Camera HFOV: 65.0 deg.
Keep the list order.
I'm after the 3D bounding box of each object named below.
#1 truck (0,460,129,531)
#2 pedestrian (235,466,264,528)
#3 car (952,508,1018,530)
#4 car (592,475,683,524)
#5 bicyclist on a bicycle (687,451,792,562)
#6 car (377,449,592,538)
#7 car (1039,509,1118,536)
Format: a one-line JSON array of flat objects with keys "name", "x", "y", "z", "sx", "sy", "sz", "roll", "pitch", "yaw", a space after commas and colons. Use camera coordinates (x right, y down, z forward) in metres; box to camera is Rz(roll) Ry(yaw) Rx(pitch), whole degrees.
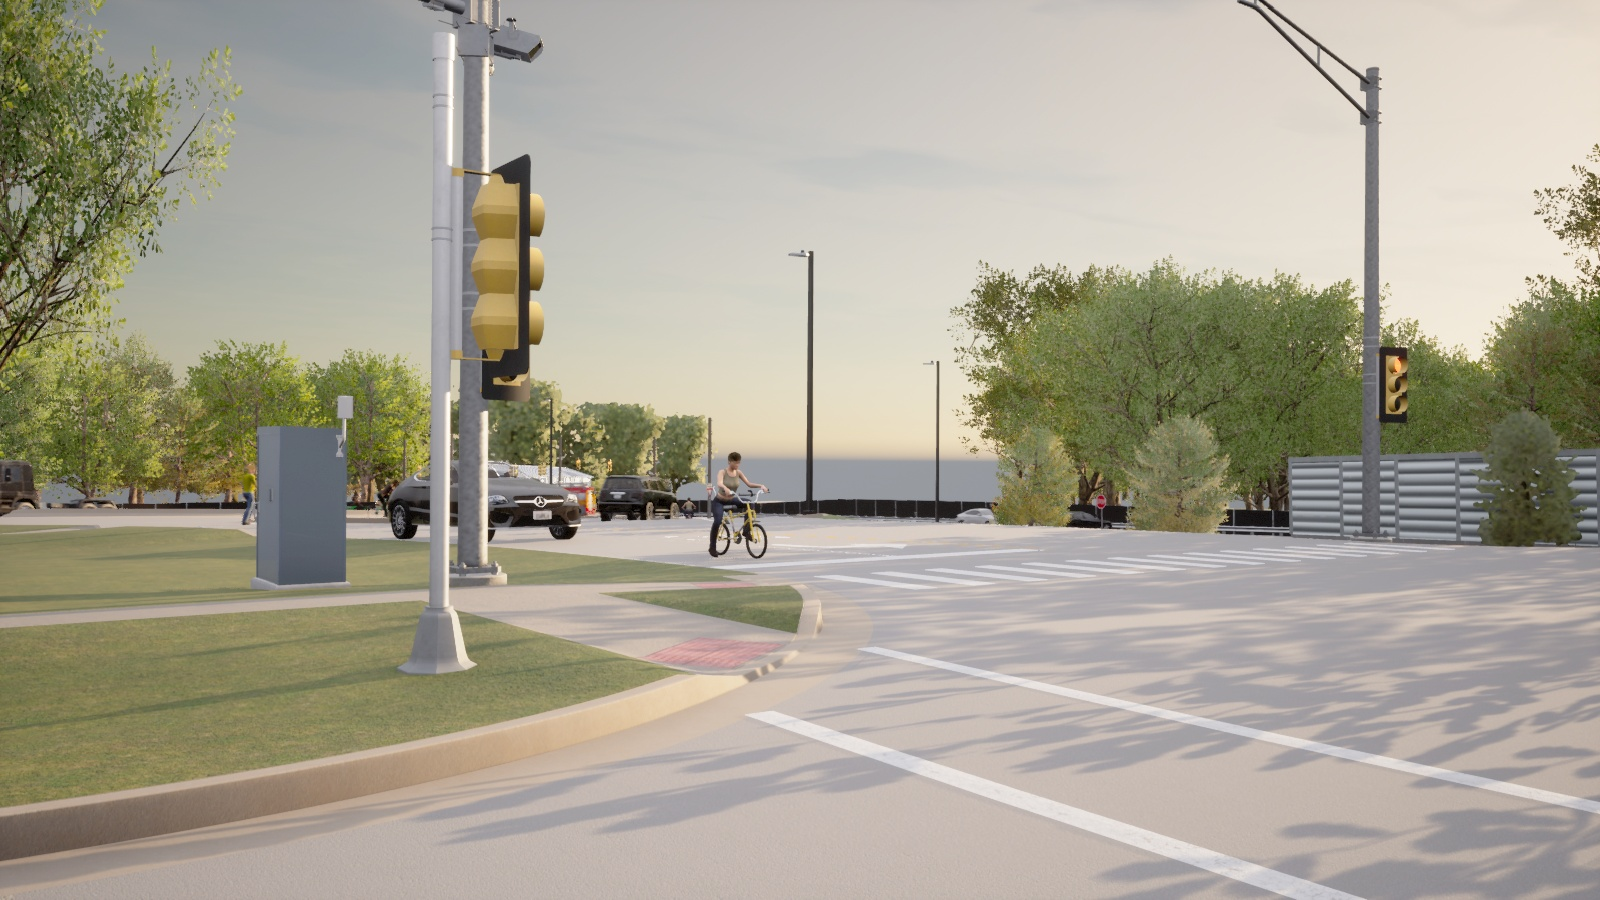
[{"name": "truck", "x": -41.591, "y": 2.608, "z": 69.371, "sx": 2.891, "sy": 3.462, "sz": 7.936, "roll": -7, "pitch": -6, "yaw": 21}, {"name": "pedestrian", "x": -16.612, "y": 1.401, "z": 37.923, "sx": 0.354, "sy": 1.836, "sz": 0.706, "roll": 0, "pitch": 0, "yaw": 38}, {"name": "car", "x": 12.895, "y": 4.785, "z": 87.784, "sx": 1.812, "sy": 1.442, "sz": 4.674, "roll": 1, "pitch": -3, "yaw": -34}, {"name": "car", "x": -7.115, "y": 2.215, "z": 55.684, "sx": 2.150, "sy": 2.045, "sz": 5.566, "roll": 0, "pitch": -2, "yaw": 13}, {"name": "bicyclist on a bicycle", "x": -0.941, "y": 0.837, "z": 19.197, "sx": 0.866, "sy": 1.612, "sz": 1.509, "roll": 0, "pitch": -1, "yaw": -39}, {"name": "car", "x": -6.568, "y": 0.887, "z": 25.742, "sx": 2.152, "sy": 1.651, "sz": 5.027, "roll": 0, "pitch": -2, "yaw": -42}, {"name": "car", "x": 17.034, "y": 4.412, "z": 76.794, "sx": 5.008, "sy": 1.535, "sz": 1.882, "roll": 2, "pitch": -3, "yaw": -36}]
